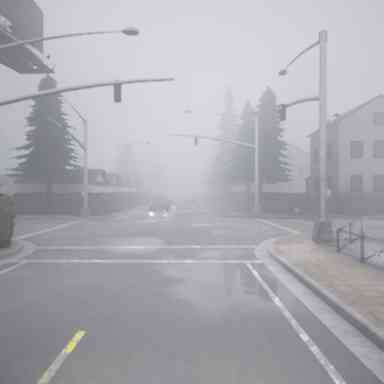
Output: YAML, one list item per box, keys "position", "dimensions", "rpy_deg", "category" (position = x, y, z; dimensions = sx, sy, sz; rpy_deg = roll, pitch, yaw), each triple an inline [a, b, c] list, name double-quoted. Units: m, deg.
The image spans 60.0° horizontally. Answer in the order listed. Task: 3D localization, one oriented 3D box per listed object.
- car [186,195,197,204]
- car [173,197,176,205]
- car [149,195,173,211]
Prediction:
- position: [-0.116, 1.353, 59.748]
  dimensions: [2.128, 1.511, 4.902]
  rpy_deg: [0, 0, 0]
  category: "car"
- position: [-3.660, 1.401, 53.875]
  dimensions: [1.812, 1.442, 4.674]
  rpy_deg: [0, 0, 0]
  category: "car"
- position: [-3.664, 1.263, 38.532]
  dimensions: [2.097, 1.767, 4.553]
  rpy_deg: [0, 0, 0]
  category: "car"
